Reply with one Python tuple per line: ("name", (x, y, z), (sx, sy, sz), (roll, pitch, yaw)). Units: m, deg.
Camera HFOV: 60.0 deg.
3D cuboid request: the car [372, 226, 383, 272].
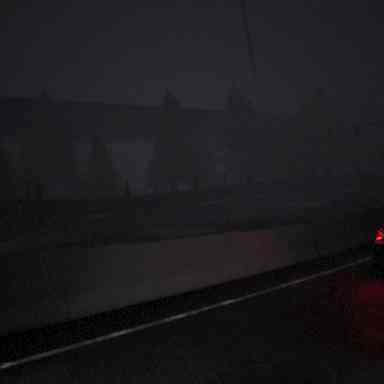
("car", (6.596, 1.020, 8.475), (4.553, 1.767, 2.097), (-4, 2, -36))
